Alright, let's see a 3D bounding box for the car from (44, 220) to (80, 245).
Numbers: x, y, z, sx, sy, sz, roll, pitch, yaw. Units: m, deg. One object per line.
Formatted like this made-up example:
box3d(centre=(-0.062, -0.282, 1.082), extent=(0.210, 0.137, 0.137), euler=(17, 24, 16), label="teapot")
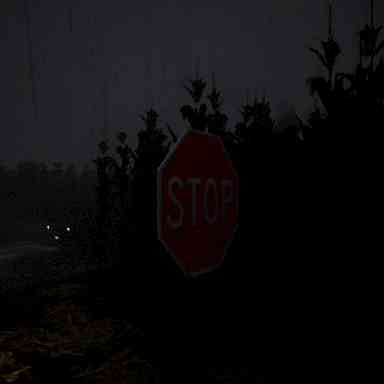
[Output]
box3d(centre=(-4.485, 1.625, 15.911), extent=(1.895, 1.301, 4.718), euler=(0, 0, 35), label="car")
